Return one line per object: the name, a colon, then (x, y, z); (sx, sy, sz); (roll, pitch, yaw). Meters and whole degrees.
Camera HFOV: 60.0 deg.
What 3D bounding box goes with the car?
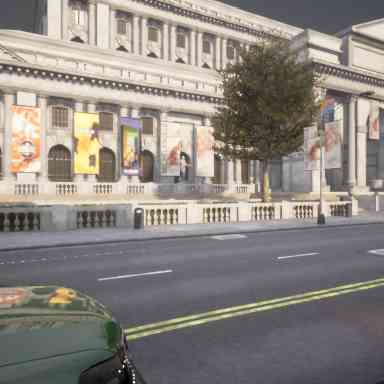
car: (-2.905, 1.221, 1.491); (5.566, 2.045, 2.150); (0, 0, -37)
